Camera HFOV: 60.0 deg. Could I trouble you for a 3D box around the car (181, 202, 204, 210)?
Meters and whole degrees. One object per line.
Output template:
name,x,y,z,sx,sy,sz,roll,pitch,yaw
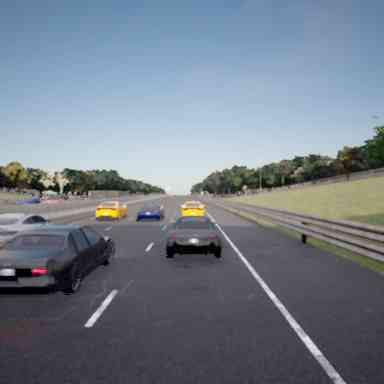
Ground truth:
car,0.061,1.572,29.112,1.882,1.535,5.008,0,0,0

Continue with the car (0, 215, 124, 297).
car,-3.459,1.570,8.780,2.033,1.411,5.357,0,0,0

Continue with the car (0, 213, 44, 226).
car,-6.927,1.562,13.534,1.812,1.442,4.674,0,0,0

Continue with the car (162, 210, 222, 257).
car,0.069,1.598,13.043,1.994,1.385,4.181,0,0,0

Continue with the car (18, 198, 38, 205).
car,-24.970,1.649,51.540,1.882,1.535,5.008,0,0,-1

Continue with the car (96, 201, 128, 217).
car,-6.939,1.572,29.117,1.882,1.535,5.008,0,0,0

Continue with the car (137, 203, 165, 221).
car,-3.441,1.655,28.193,1.994,1.385,4.181,0,0,0

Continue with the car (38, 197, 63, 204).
car,-21.480,1.526,51.712,2.097,1.767,4.553,0,0,-1

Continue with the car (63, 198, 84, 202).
car,-17.988,1.654,52.077,1.882,1.535,5.008,0,0,-1
